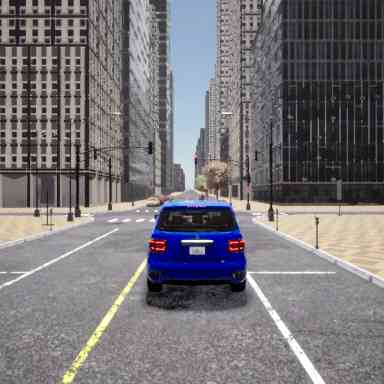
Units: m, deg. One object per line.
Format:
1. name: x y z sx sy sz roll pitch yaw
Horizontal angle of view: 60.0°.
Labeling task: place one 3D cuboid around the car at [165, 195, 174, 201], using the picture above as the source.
1. car: -5.665 1.428 84.299 2.008 1.369 4.403 0 0 0

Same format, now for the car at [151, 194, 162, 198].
1. car: -5.803 1.485 50.073 1.752 1.417 4.829 0 0 0

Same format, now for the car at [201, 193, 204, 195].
1. car: 2.714 1.224 72.941 2.192 1.841 5.009 0 0 0

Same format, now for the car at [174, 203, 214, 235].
1. car: 0.101 1.486 19.800 2.128 1.511 4.902 0 0 0

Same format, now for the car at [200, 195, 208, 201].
1. car: 2.715 1.419 78.786 1.752 1.417 4.829 0 0 0

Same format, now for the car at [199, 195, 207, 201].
1. car: 2.716 1.422 84.291 1.887 1.381 4.507 0 0 0

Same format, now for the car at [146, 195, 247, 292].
1. car: 0.101 1.221 9.071 2.150 2.045 5.566 0 0 0

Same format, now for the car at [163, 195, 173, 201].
1. car: -5.666 1.438 78.623 1.887 1.381 4.507 0 0 0

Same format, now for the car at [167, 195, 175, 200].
1. car: -5.663 1.411 89.974 2.008 1.369 4.403 0 0 0

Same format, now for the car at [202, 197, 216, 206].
1. car: 2.807 1.500 55.919 2.008 1.369 4.403 0 0 0

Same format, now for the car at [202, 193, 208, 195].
1. car: 2.837 1.400 50.241 1.967 1.590 4.097 0 0 0
